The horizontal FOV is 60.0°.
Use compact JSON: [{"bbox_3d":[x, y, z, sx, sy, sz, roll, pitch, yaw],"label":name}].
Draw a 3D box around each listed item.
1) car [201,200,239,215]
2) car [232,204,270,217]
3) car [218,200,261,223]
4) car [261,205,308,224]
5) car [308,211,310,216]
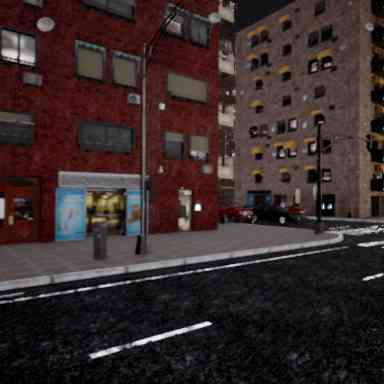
[{"bbox_3d":[3.617,1.978,43.866,2.192,1.841,5.009,0,-1,-37],"label":"car"},{"bbox_3d":[6.941,2.158,39.395,1.947,1.339,4.313,0,-1,-37],"label":"car"},{"bbox_3d":[3.297,1.768,29.799,2.192,1.841,5.009,0,-1,-37],"label":"car"},{"bbox_3d":[7.204,1.917,29.132,1.882,1.535,5.008,1,-1,-37],"label":"car"},{"bbox_3d":[10.261,2.104,34.926,1.802,1.307,4.206,0,-1,-37],"label":"car"}]
